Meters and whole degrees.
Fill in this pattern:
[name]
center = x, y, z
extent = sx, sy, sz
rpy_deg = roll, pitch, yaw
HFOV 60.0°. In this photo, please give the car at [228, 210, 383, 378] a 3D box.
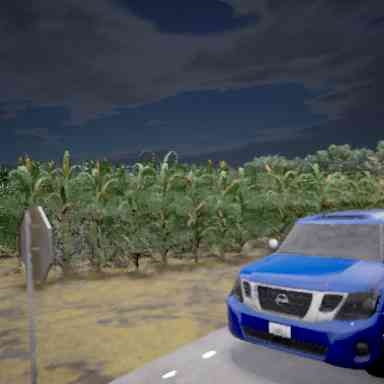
[car]
center = 2.963, 1.417, 6.270
extent = 2.150, 2.045, 5.566
rpy_deg = -5, -4, 42
